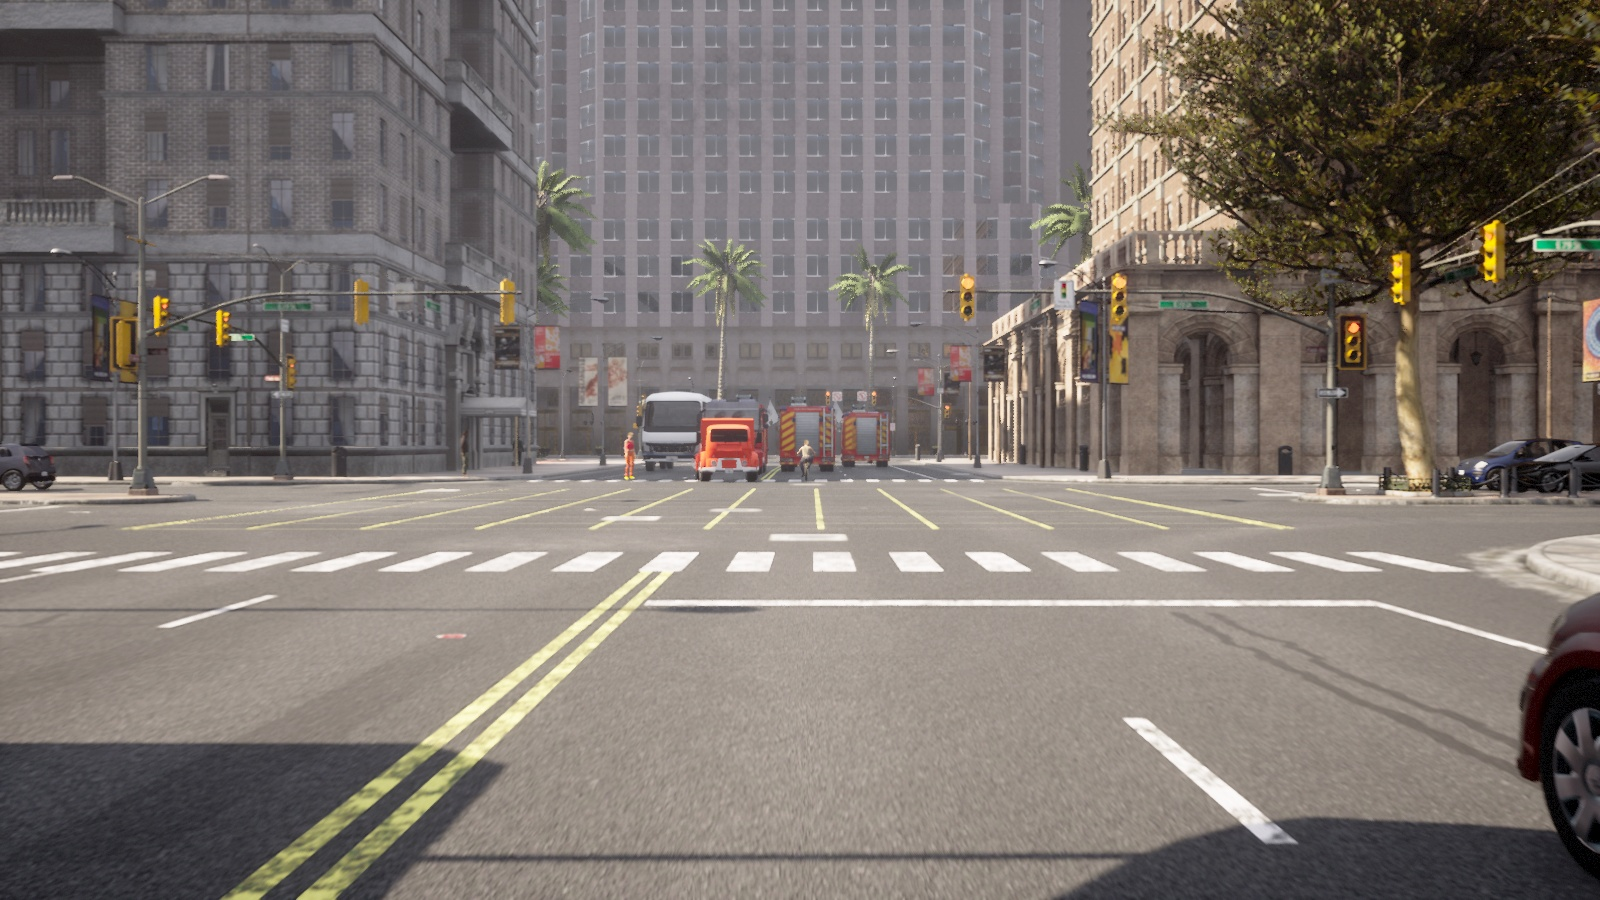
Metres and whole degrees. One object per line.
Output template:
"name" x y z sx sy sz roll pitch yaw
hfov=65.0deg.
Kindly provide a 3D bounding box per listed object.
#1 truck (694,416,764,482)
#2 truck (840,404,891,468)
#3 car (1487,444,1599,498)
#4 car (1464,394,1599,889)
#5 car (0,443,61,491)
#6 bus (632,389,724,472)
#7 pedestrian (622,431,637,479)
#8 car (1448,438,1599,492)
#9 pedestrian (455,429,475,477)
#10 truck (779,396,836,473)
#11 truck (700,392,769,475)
"truck" -2.870 -0.008 49.492 2.627 2.467 5.204 0 -1 -5
"truck" 4.094 -0.866 80.082 2.891 3.827 8.468 0 0 1
"car" 22.382 0.565 35.435 4.792 1.488 2.163 0 0 2
"car" 3.532 0.630 2.945 1.851 1.617 3.988 0 0 0
"car" -25.628 0.517 39.526 3.633 1.501 1.845 0 0 1
"bus" -6.574 -1.026 69.337 3.944 4.253 10.273 0 0 1
"pedestrian" -6.643 0.199 48.911 0.345 1.836 0.594 0 0 -36
"car" 22.576 0.443 38.965 3.988 1.617 1.851 0 0 1
"pedestrian" -13.154 0.115 49.279 0.703 1.840 0.431 0 0 -5
"truck" 0.402 -0.797 67.310 2.891 3.827 8.468 0 0 0
"truck" -3.137 -0.770 62.085 2.891 3.827 8.468 0 0 0
